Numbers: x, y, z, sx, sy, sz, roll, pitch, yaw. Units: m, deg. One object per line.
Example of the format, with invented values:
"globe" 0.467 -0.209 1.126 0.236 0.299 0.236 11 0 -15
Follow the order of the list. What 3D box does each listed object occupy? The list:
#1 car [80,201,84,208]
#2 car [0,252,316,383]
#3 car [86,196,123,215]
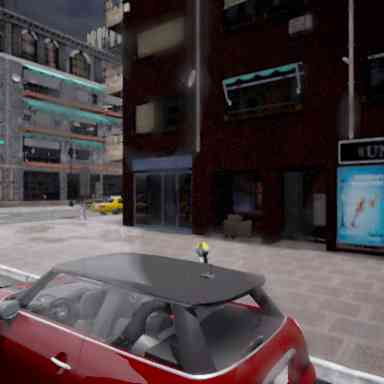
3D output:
"car" -7.982 1.015 31.034 1.895 1.301 4.718 0 0 36
"car" -0.918 1.394 3.598 4.097 1.590 1.967 1 0 35
"car" -5.257 0.965 24.936 1.752 1.417 4.829 1 1 36
